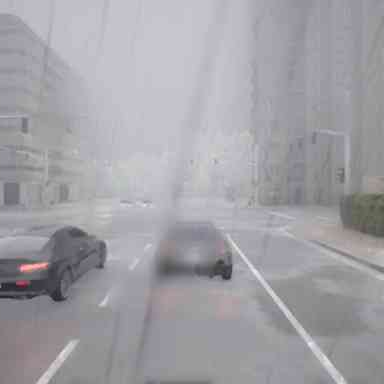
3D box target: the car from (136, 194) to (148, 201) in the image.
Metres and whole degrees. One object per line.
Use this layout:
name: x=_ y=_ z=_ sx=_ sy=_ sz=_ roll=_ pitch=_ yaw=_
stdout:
car: x=-10.506 y=1.170 z=70.525 sx=1.837 sy=1.490 sz=4.892 roll=0 pitch=0 yaw=0

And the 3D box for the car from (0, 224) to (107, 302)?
car: x=-3.449 y=1.491 z=8.073 sx=1.812 sy=1.442 sz=4.674 roll=0 pitch=0 yaw=0

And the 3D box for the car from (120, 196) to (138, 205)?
car: x=-10.555 y=1.312 z=55.127 sx=2.033 sy=1.411 sz=5.357 roll=0 pitch=0 yaw=0

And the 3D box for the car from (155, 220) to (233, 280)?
car: x=0.064 y=1.521 z=9.868 sx=1.994 sy=1.385 sz=4.181 roll=0 pitch=0 yaw=0

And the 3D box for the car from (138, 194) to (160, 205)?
car: x=-7.057 y=1.312 z=55.147 sx=2.033 sy=1.411 sz=5.357 roll=0 pitch=0 yaw=1

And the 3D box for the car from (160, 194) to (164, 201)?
car: x=-7.006 y=1.174 z=70.524 sx=1.837 sy=1.490 sz=4.892 roll=0 pitch=0 yaw=0
